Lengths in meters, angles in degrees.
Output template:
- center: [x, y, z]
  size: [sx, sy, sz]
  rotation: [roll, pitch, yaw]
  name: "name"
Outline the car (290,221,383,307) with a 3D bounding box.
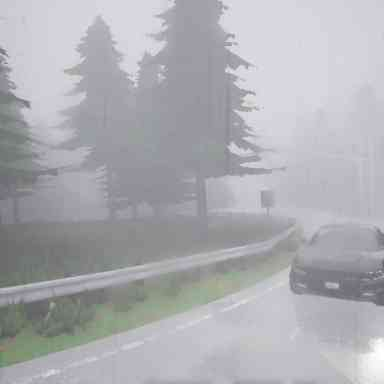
- center: [4.009, 1.566, 8.546]
  size: [1.882, 1.535, 5.008]
  rotation: [-1, -1, 32]
  name: "car"
